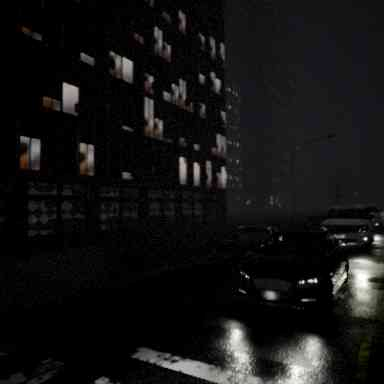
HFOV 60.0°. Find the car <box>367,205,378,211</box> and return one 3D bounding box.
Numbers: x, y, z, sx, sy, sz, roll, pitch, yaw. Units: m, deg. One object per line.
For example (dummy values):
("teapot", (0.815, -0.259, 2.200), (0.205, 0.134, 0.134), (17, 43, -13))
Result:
("car", (44.411, 3.897, 81.817), (2.008, 1.369, 4.403), (-1, -2, 31))

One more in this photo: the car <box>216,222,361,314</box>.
("car", (2.730, 1.725, 8.322), (2.128, 1.511, 4.902), (-2, -2, 31))

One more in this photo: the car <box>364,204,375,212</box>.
("car", (38.548, 3.518, 72.180), (1.967, 1.590, 4.097), (-1, -2, 31))

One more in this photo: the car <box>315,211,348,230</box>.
("car", (12.166, 2.408, 28.799), (2.008, 1.369, 4.403), (-1, -2, 31))

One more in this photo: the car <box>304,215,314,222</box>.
("car", (9.235, 2.286, 23.979), (1.947, 1.339, 4.313), (-1, -2, 31))

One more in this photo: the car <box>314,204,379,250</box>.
("car", (8.185, 1.712, 17.303), (2.150, 2.045, 5.566), (-2, -2, 31))

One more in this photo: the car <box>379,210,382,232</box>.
("car", (13.762, 1.973, 26.449), (2.150, 2.045, 5.566), (-2, -2, 31))

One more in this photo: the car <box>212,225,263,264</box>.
("car", (2.295, 1.943, 12.516), (2.008, 1.369, 4.403), (-1, -2, 31))
